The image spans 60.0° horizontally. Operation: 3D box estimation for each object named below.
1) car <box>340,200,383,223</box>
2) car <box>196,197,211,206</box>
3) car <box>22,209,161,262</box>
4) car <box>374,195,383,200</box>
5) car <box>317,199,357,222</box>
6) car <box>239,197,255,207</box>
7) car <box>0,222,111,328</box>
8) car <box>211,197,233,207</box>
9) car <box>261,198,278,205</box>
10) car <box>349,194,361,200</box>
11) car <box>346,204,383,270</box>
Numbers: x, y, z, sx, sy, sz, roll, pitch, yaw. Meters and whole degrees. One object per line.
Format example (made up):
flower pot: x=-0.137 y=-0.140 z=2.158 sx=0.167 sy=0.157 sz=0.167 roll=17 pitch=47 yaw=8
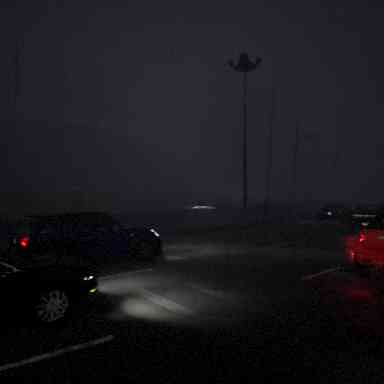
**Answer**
car: x=10.449 y=1.443 z=18.970 sx=2.128 sy=1.511 sz=4.902 roll=0 pitch=0 yaw=40
car: x=2.133 y=1.547 z=53.280 sx=1.994 sy=1.385 sz=4.181 roll=0 pitch=0 yaw=19
car: x=-3.207 y=1.366 z=10.511 sx=4.553 sy=1.767 sz=2.097 roll=0 pitch=0 yaw=-38
car: x=39.097 y=1.340 z=68.239 sx=1.812 sy=1.442 sz=4.674 roll=0 pitch=0 yaw=10
car: x=11.016 y=1.511 z=25.366 sx=1.994 sy=1.385 sz=4.181 roll=0 pitch=0 yaw=37
car: x=8.273 y=1.446 z=49.660 sx=2.128 sy=1.511 sz=4.902 roll=0 pitch=0 yaw=20
car: x=-4.056 y=1.525 z=5.420 sx=4.892 sy=1.490 sz=1.837 roll=-1 pitch=1 yaw=-35
car: x=4.820 y=1.496 z=50.407 sx=1.812 sy=1.442 sz=4.674 roll=0 pitch=0 yaw=20
car: x=11.050 y=1.491 z=47.010 sx=2.033 sy=1.411 sz=5.357 roll=0 pitch=0 yaw=22
car: x=40.770 y=1.293 z=83.343 sx=1.994 sy=1.385 sz=4.181 roll=0 pitch=0 yaw=10
car: x=6.693 y=1.322 z=9.913 sx=4.553 sy=1.767 sz=2.097 roll=0 pitch=0 yaw=-43
